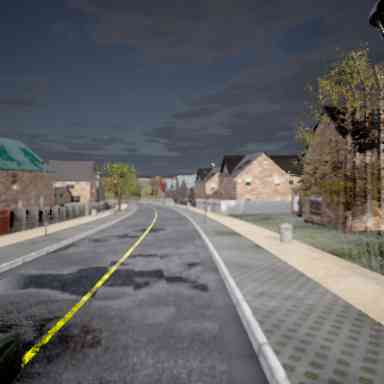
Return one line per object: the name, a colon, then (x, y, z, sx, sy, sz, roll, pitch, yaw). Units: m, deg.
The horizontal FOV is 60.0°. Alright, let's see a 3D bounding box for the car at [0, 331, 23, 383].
car: (-2.563, 1.616, 1.121, 1.895, 1.301, 4.718, 0, -1, -2)
